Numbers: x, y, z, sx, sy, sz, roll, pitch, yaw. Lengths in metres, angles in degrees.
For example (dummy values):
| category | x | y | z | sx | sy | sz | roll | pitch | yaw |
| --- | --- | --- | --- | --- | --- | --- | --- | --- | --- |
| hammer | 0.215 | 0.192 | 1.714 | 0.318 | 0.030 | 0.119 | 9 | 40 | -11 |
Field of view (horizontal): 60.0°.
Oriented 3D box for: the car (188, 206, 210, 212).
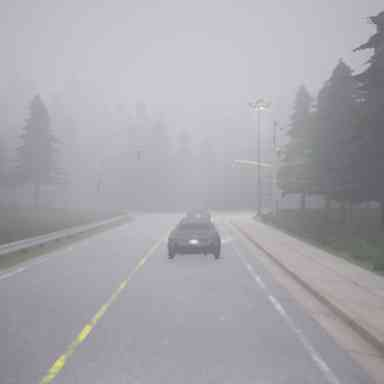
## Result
| category | x | y | z | sx | sy | sz | roll | pitch | yaw |
| --- | --- | --- | --- | --- | --- | --- | --- | --- | --- |
| car | 0.591 | 1.877 | 28.399 | 1.994 | 1.385 | 4.181 | 0 | -1 | 4 |

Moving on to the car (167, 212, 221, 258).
| category | x | y | z | sx | sy | sz | roll | pitch | yaw |
| --- | --- | --- | --- | --- | --- | --- | --- | --- | --- |
| car | 0.136 | 1.714 | 13.530 | 1.994 | 1.385 | 4.181 | 0 | -1 | 2 |
